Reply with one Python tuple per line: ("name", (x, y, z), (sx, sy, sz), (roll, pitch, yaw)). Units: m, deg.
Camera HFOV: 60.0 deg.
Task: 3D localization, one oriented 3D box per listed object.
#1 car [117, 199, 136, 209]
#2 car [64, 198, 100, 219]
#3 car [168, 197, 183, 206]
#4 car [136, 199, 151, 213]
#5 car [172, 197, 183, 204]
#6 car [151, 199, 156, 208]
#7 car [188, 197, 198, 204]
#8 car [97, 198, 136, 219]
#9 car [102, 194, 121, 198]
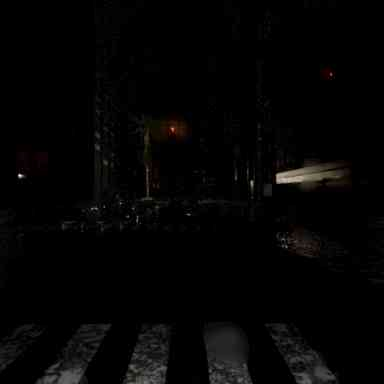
("car", (-9.748, 1.699, 49.744), (1.994, 1.385, 4.181), (0, 0, 0))
("car", (-9.795, 1.542, 29.837), (1.882, 1.535, 5.008), (0, 0, 0))
("car", (-3.046, 1.704, 59.490), (1.812, 1.442, 4.674), (0, 0, 0))
("car", (-6.531, 1.585, 39.041), (2.128, 1.511, 4.902), (0, 0, 0))
("car", (-3.023, 1.788, 69.784), (1.994, 1.385, 4.181), (0, 0, 0))
("car", (-6.504, 1.733, 48.929), (1.895, 1.301, 4.718), (0, 0, 0))
("car", (0.227, 1.788, 69.803), (1.994, 1.385, 4.181), (0, 0, 0))
("car", (-6.549, 1.542, 29.573), (1.882, 1.535, 5.008), (0, 0, 0))
("car", (-9.783, 1.318, 39.783), (2.150, 2.045, 5.566), (0, 0, 0))
